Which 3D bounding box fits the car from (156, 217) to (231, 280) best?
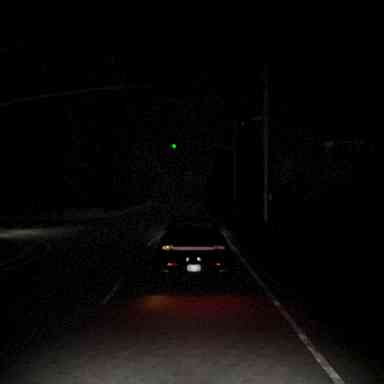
[{"bbox_3d":[0.034,1.491,9.895,2.128,1.511,4.902,0,0,0],"label":"car"}]
